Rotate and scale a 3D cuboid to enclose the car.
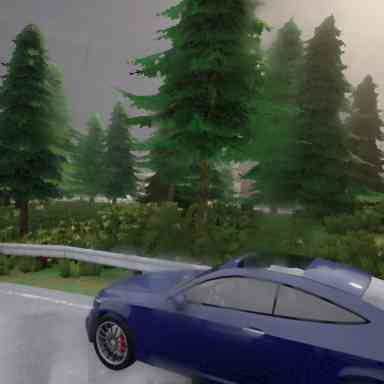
[{"bbox_3d":[0.796,1.499,4.072,4.674,1.442,1.812,1,1,31],"label":"car"}]
